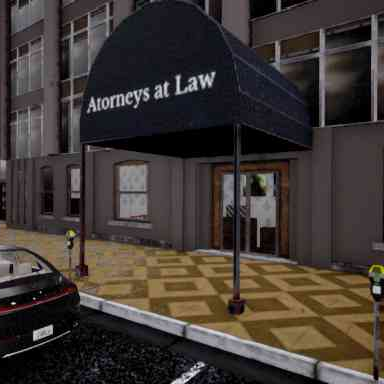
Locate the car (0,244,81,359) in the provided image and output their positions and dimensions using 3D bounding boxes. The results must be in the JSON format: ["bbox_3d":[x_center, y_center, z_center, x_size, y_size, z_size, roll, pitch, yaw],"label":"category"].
[{"bbox_3d":[-3.663,1.550,5.493,4.403,1.369,2.008,0,0,36],"label":"car"}]
